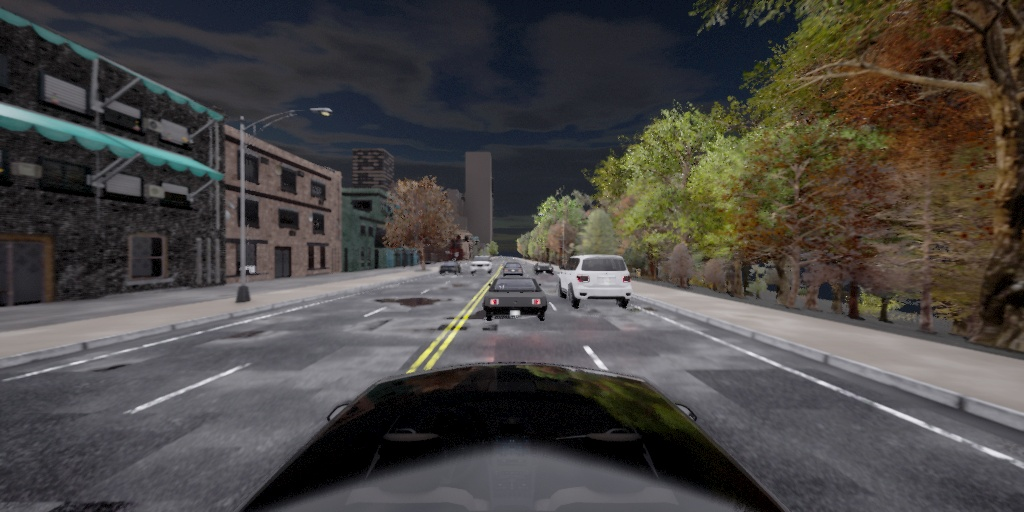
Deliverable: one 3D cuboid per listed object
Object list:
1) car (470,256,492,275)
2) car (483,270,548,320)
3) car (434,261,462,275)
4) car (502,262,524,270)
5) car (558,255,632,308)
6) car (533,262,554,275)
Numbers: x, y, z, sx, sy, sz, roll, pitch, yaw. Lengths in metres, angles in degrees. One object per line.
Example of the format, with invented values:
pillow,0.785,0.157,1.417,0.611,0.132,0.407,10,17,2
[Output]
car,-3.375,0.968,40.200,2.150,2.045,5.566,0,0,0
car,0.096,1.349,12.551,1.895,1.301,4.718,0,0,0
car,-6.617,1.292,38.988,2.033,1.411,5.357,0,0,0
car,0.089,1.293,32.912,2.033,1.411,5.357,0,0,0
car,3.345,0.970,15.369,2.150,2.045,5.566,0,0,0
car,3.329,1.345,38.966,1.895,1.301,4.718,0,0,0
